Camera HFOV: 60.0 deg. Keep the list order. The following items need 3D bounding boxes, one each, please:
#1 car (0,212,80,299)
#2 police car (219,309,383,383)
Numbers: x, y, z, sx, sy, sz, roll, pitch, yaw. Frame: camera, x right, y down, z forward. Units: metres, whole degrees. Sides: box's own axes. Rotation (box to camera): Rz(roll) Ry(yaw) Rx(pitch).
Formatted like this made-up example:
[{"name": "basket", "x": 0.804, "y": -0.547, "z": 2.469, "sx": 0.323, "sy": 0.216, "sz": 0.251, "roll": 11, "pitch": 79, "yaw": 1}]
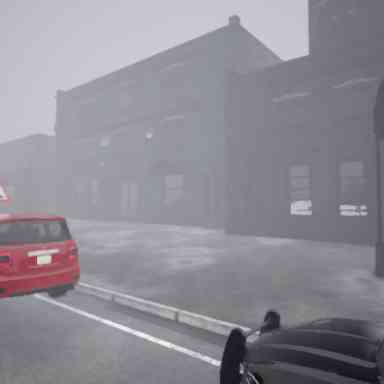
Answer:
[{"name": "car", "x": -5.117, "y": 1.528, "z": 8.510, "sx": 5.566, "sy": 2.045, "sz": 2.150, "roll": -1, "pitch": -3, "yaw": 39}, {"name": "police car", "x": 2.597, "y": 1.570, "z": 2.264, "sx": 5.238, "sy": 1.638, "sz": 1.930, "roll": -1, "pitch": -3, "yaw": 39}]
